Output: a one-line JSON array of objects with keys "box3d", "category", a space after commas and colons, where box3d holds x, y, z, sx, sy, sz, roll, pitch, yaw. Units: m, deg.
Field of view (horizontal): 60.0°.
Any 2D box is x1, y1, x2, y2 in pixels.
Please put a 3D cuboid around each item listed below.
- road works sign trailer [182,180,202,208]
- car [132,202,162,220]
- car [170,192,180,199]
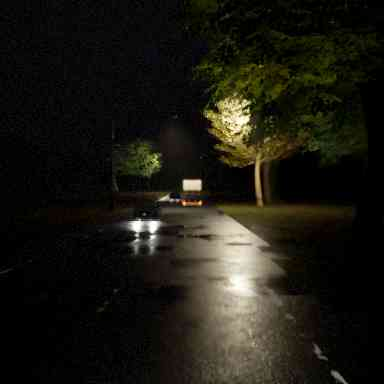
[{"box3d": [0.032, 0.185, 42.929, 2.380, 3.560, 2.880, 0, 1, 0], "category": "road works sign trailer"}, {"box3d": [-3.578, 1.483, 26.983, 1.994, 1.385, 4.181, 0, 0, 0], "category": "car"}, {"box3d": [-3.452, 0.714, 67.548, 2.033, 1.411, 5.357, 0, 2, 0], "category": "car"}]
